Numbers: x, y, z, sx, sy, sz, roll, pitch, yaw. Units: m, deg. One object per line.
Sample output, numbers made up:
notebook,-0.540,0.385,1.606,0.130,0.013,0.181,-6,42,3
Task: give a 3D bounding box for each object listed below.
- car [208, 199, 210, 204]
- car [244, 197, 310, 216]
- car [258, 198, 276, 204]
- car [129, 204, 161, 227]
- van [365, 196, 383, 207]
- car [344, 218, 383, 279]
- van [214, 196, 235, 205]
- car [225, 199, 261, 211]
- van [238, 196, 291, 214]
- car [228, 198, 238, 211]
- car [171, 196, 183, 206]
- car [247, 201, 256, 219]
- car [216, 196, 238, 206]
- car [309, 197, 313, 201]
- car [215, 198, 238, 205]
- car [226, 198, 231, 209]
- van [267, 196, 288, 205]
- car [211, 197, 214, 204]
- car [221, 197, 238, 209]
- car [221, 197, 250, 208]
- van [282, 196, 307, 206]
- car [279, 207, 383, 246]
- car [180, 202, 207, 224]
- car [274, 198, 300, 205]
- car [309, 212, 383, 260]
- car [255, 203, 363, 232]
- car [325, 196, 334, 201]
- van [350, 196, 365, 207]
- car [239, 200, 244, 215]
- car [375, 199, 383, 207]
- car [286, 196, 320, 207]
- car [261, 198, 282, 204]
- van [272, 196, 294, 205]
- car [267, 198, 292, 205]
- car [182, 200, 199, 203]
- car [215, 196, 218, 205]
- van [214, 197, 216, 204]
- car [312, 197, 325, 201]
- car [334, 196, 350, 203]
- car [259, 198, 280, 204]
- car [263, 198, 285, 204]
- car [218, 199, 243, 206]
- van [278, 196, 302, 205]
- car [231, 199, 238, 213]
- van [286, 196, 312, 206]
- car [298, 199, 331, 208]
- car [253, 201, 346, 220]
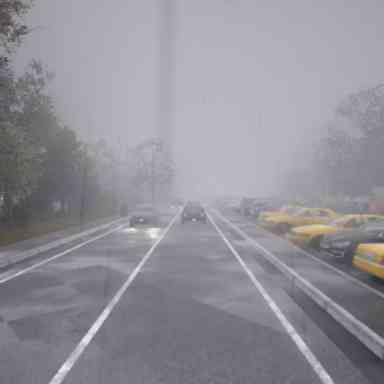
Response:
car,7.588,2.667,94.471,4.792,1.488,2.163,0,-1,0
car,7.054,1.519,27.879,4.553,1.767,2.185,0,0,0
car,20.582,2.430,91.398,4.553,1.767,2.185,0,-1,0
car,-3.307,1.647,24.123,1.837,1.490,4.892,0,0,0
van,20.263,1.459,33.251,4.442,1.987,1.878,0,-1,0
car,7.053,1.595,8.452,5.366,1.575,1.946,0,0,0
van,7.285,1.922,75.053,4.442,1.987,1.878,0,-1,0
car,7.186,1.821,47.307,4.892,1.521,2.231,0,-1,0
van,7.184,1.467,33.429,4.442,1.987,1.878,0,-1,0
car,7.083,1.774,38.979,4.792,1.488,2.163,0,-1,0
car,-2.983,1.766,66.179,2.150,2.045,5.566,0,-1,1
car,6.995,1.627,25.099,4.892,1.521,2.231,0,0,0
car,7.038,1.868,52.861,5.366,1.575,1.946,0,-1,0
car,20.284,1.878,49.994,4.674,1.452,2.002,0,-1,0
car,7.409,2.107,72.264,4.792,1.488,2.163,0,-1,0
car,7.105,1.799,41.755,4.792,1.488,2.163,0,-1,0
van,20.642,2.050,80.322,4.442,1.987,1.878,0,-1,0
car,7.386,1.772,69.517,5.566,2.045,2.435,0,-1,0
car,6.971,1.792,44.533,5.366,1.575,1.946,0,-1,0
car,7.215,1.771,55.637,4.553,1.767,2.185,0,-1,0
van,20.530,1.763,66.491,4.442,1.987,1.878,0,-1,0
car,6.726,1.598,14.007,5.366,1.575,1.946,0,0,0
car,0.151,1.759,26.565,1.895,1.301,4.718,0,0,0
car,20.463,2.066,72.010,5.008,1.535,2.097,0,-1,0
car,6.896,1.601,11.230,4.892,1.521,2.231,0,0,0
car,6.772,1.603,19.680,5.366,1.575,1.946,0,0,0
car,20.185,1.510,41.562,5.566,2.045,2.435,0,-1,0
van,20.052,1.485,36.023,4.442,1.987,1.878,0,-1,0
car,7.075,1.697,30.650,4.792,1.488,2.163,0,-1,0
car,20.129,1.660,30.480,5.008,1.535,2.097,0,-1,0
car,20.342,1.688,61.077,5.566,2.045,2.435,0,-1,0
car,20.564,2.416,85.855,5.008,1.535,2.097,0,-1,0
van,20.363,1.911,74.786,4.442,1.987,1.878,0,-1,0
car,20.318,2.203,77.548,5.366,1.575,1.946,0,-1,0
car,0.226,1.770,42.307,2.128,1.511,4.902,0,0,0
car,7.285,1.947,61.187,5.008,1.535,2.097,0,-1,0
van,7.218,1.772,66.742,4.442,1.987,1.878,0,-1,0
car,20.252,1.812,47.100,5.008,1.535,2.097,0,-1,0
car,20.163,1.485,38.792,5.566,2.045,2.435,0,-1,0
car,20.587,2.489,88.750,5.008,1.535,2.097,0,-1,0
car,20.541,2.347,83.086,4.892,1.521,2.231,0,-1,0
car,7.316,2.012,63.963,4.674,1.452,2.002,0,-1,0
van,20.320,1.790,69.396,4.442,1.987,1.878,0,-1,0
car,7.061,1.748,36.203,4.792,1.488,2.163,0,-1,0
van,20.509,1.739,63.846,4.442,1.987,1.878,0,-1,0
car,20.322,1.928,55.409,4.674,1.452,2.002,0,-1,0
car,7.164,1.610,22.330,5.366,1.575,1.946,0,0,0
